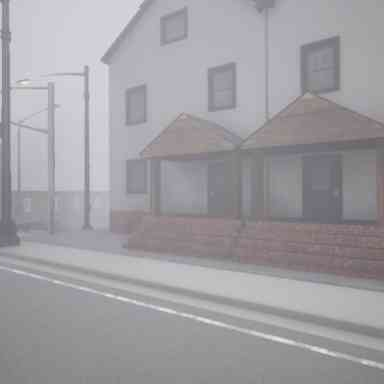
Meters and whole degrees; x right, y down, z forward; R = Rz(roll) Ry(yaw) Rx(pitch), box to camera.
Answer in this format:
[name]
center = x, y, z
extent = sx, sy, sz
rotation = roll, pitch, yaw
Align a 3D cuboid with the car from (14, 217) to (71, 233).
[car]
center = -13.408, 2.898, 29.507
extent = 2.033, 1.411, 5.357
rotation = -1, -9, 36
